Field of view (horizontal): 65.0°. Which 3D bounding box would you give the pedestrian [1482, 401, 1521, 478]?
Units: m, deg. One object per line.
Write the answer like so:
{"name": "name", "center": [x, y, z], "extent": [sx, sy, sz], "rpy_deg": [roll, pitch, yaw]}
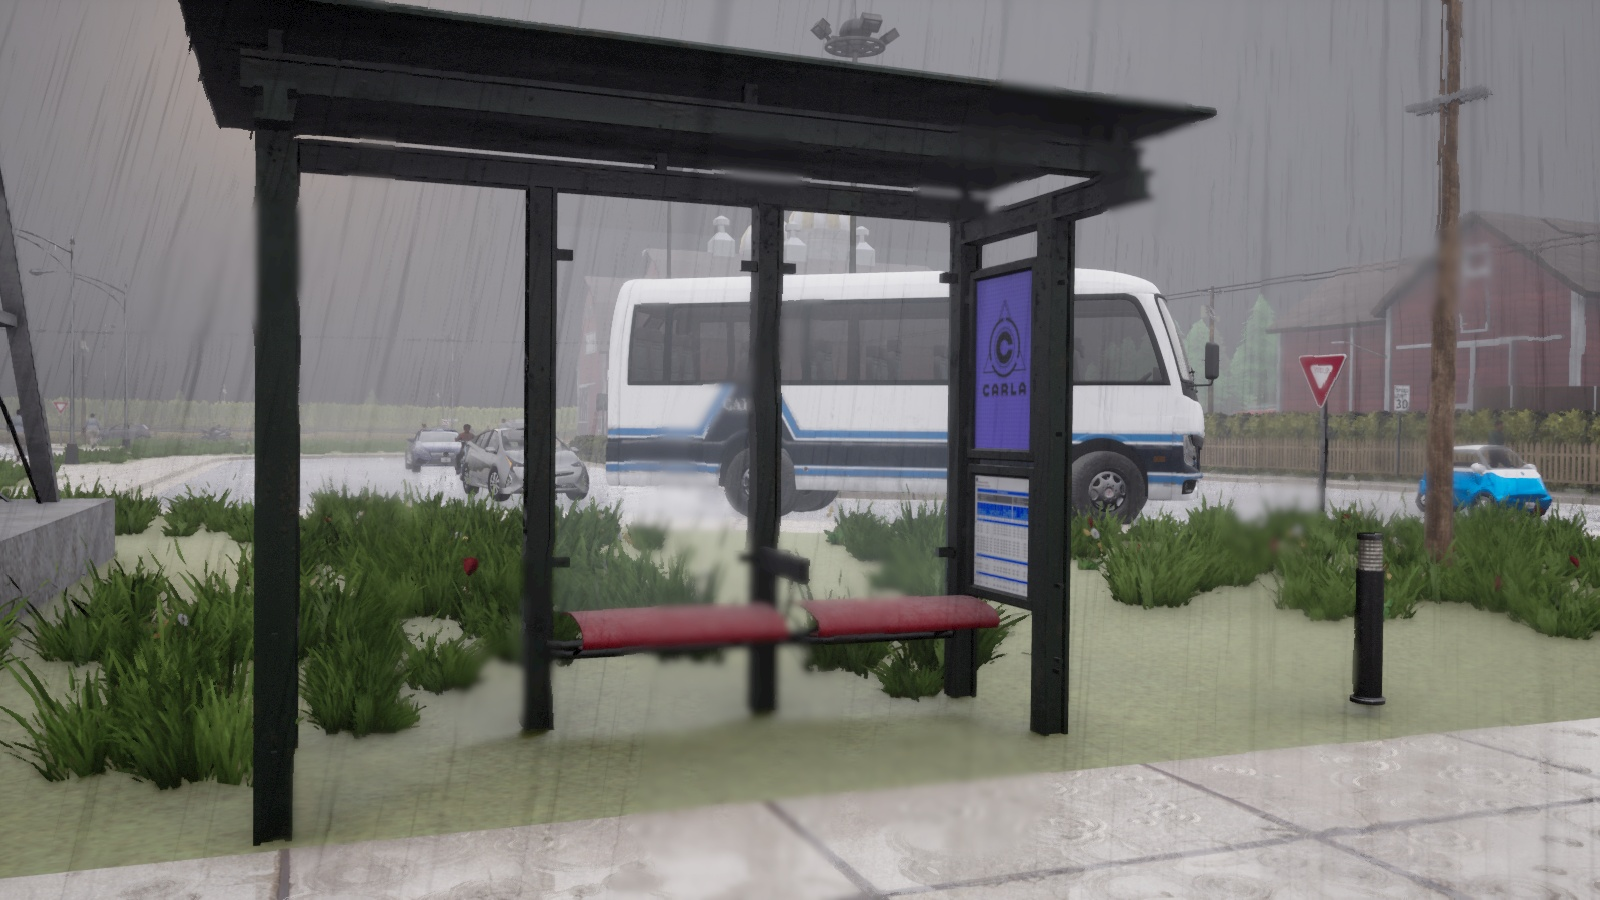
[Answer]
{"name": "pedestrian", "center": [18.155, -0.272, 32.522], "extent": [0.423, 1.949, 0.788], "rpy_deg": [-1, 1, -24]}

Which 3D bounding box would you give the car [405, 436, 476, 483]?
{"name": "car", "center": [-12.104, 0.270, 42.097], "extent": [1.812, 1.442, 4.674], "rpy_deg": [-1, 1, -21]}

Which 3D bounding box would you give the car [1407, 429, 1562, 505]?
{"name": "car", "center": [13.276, 0.311, 24.453], "extent": [1.481, 1.376, 2.207], "rpy_deg": [-1, 0, -21]}

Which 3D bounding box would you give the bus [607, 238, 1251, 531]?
{"name": "bus", "center": [2.245, -0.956, 21.674], "extent": [10.273, 4.253, 3.944], "rpy_deg": [0, 1, 18]}

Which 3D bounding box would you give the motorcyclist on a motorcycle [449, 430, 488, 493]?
{"name": "motorcyclist on a motorcycle", "center": [-9.124, 0.285, 34.508], "extent": [0.766, 1.649, 2.350], "rpy_deg": [-1, 1, -21]}

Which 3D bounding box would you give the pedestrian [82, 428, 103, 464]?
{"name": "pedestrian", "center": [-36.374, -0.204, 64.582], "extent": [0.874, 1.855, 0.900], "rpy_deg": [-1, 1, -28]}

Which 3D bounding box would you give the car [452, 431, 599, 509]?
{"name": "car", "center": [-6.075, 0.365, 27.390], "extent": [2.007, 1.525, 4.514], "rpy_deg": [-1, 1, -27]}

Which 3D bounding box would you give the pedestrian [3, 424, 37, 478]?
{"name": "pedestrian", "center": [-27.299, 0.033, 43.960], "extent": [0.874, 1.855, 0.900], "rpy_deg": [-1, 1, -24]}

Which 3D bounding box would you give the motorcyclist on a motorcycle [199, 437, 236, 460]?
{"name": "motorcyclist on a motorcycle", "center": [-39.435, -0.125, 85.093], "extent": [2.191, 1.530, 0.866], "rpy_deg": [-1, 1, -21]}

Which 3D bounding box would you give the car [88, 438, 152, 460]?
{"name": "car", "center": [-46.577, -0.085, 86.099], "extent": [3.633, 1.501, 1.845], "rpy_deg": [-1, 1, -21]}
